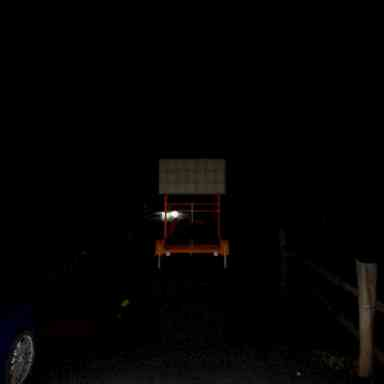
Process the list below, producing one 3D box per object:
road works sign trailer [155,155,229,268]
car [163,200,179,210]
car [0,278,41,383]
[{"bbox_3d":[0.008,0.528,11.485,2.380,3.560,2.880,0,0,0],"label":"road works sign trailer"},{"bbox_3d":[-2.805,1.789,45.196,2.128,1.511,4.902,0,-1,0],"label":"car"},{"bbox_3d":[-2.846,1.540,2.540,1.812,1.442,4.674,0,0,0],"label":"car"}]
